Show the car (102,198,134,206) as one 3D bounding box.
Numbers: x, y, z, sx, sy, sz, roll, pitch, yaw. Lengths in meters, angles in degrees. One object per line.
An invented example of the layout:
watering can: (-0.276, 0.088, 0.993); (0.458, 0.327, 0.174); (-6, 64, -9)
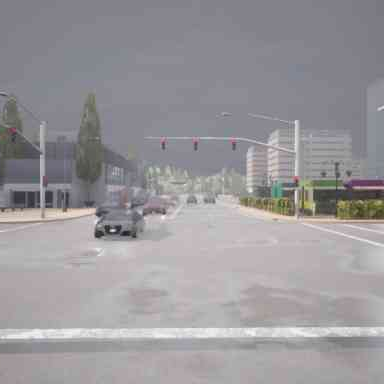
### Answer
car: (-7.211, 1.547, 30.510); (2.033, 1.411, 5.357); (0, 0, 3)

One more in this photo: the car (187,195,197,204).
car: (-0.016, 1.491, 63.705); (2.128, 1.511, 4.902); (0, 0, 0)

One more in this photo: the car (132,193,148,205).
car: (-7.111, 1.221, 46.918); (2.150, 2.045, 5.566); (0, 0, 0)

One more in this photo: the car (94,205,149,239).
car: (-3.604, 1.564, 17.165); (1.994, 1.385, 4.181); (0, 0, 0)

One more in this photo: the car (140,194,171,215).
car: (-3.609, 1.352, 33.367); (2.097, 1.767, 4.553); (0, 0, 0)

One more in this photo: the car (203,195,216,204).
car: (3.484, 1.491, 63.706); (2.128, 1.511, 4.902); (0, 0, 0)

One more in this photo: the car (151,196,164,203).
car: (-7.019, 1.495, 68.108); (2.128, 1.511, 4.902); (0, 0, 0)

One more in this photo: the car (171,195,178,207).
car: (-3.608, 1.600, 51.673); (1.895, 1.301, 4.718); (0, 0, 0)

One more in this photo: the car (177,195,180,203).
car: (-3.517, 1.306, 68.291); (1.837, 1.490, 4.892); (0, 0, 0)

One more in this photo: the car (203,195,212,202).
car: (3.482, 1.397, 73.981); (1.812, 1.442, 4.674); (0, 0, 0)

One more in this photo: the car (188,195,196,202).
car: (-0.018, 1.372, 73.979); (1.837, 1.490, 4.892); (0, 0, 0)

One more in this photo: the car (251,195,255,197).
car: (17.748, 1.153, 86.877); (4.605, 1.855, 1.932); (0, 0, -2)
